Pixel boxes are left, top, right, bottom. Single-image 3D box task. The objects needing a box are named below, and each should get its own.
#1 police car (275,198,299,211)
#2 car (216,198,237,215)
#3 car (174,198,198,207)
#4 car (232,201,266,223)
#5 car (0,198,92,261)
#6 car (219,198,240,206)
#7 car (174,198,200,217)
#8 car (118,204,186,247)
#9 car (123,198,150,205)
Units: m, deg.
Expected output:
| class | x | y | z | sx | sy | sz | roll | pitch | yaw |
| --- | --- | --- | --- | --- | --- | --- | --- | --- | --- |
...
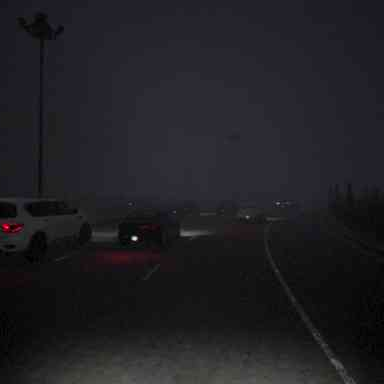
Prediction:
| class | x | y | z | sx | sy | sz | roll | pitch | yaw |
| --- | --- | --- | --- | --- | --- | --- | --- | --- | --- |
| police car | 12.162 | 1.578 | 42.211 | 2.038 | 1.542 | 4.974 | 0 | 0 | 30 |
| car | 3.909 | 1.544 | 33.719 | 2.128 | 1.511 | 4.902 | 0 | 0 | 23 |
| car | -0.893 | 1.721 | 54.648 | 1.994 | 1.385 | 4.181 | 0 | 0 | 33 |
| car | 4.648 | 1.559 | 25.822 | 1.812 | 1.442 | 4.674 | 0 | 0 | 18 |
| car | -5.802 | 1.224 | 12.492 | 2.150 | 2.045 | 5.566 | 0 | 0 | 8 |
| car | 6.721 | 1.745 | 59.360 | 1.994 | 1.385 | 4.181 | 0 | 0 | 38 |
| car | -0.676 | 1.574 | 31.715 | 1.812 | 1.442 | 4.674 | 0 | 0 | 21 |
| car | -1.776 | 1.518 | 15.107 | 1.837 | 1.490 | 4.892 | 0 | 0 | 10 |
| car | -8.218 | 1.633 | 49.166 | 1.837 | 1.490 | 4.892 | 0 | 0 | 29 |
